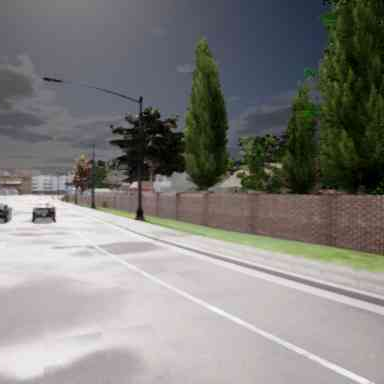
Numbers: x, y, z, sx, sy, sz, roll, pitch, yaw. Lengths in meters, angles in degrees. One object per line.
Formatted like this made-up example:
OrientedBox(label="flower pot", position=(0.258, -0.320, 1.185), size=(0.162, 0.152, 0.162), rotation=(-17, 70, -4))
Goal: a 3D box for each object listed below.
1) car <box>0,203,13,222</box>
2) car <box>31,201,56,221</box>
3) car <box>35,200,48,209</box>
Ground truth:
OrientedBox(label="car", position=(-16.580, 1.729, 28.415), size=(1.837, 1.490, 4.892), rotation=(1, 0, -24))
OrientedBox(label="car", position=(-13.231, 1.747, 29.666), size=(2.128, 1.511, 4.902), rotation=(1, -1, -25))
OrientedBox(label="car", position=(-25.148, 2.127, 55.529), size=(1.994, 1.385, 4.181), rotation=(1, -1, -25))
